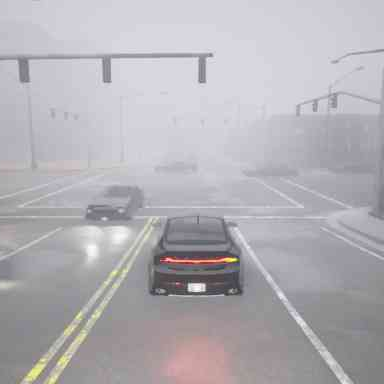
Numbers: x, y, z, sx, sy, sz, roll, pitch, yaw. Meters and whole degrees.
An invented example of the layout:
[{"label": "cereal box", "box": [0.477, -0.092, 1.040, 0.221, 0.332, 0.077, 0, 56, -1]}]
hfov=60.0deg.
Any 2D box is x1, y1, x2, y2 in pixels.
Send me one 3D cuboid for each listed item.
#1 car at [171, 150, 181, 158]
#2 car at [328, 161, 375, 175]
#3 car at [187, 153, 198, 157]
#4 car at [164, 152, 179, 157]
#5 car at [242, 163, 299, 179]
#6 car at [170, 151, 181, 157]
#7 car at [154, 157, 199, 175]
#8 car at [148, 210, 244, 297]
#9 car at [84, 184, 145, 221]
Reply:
[{"label": "car", "box": [-3.463, -8.093, 70.992, 1.882, 1.535, 5.008, 0, 9, 0]}, {"label": "car", "box": [17.807, -2.683, 36.304, 5.357, 1.411, 2.033, 0, 9, 0]}, {"label": "car", "box": [0.127, -6.476, 61.057, 1.994, 1.385, 4.181, 0, 9, 0]}, {"label": "car", "box": [-3.570, -4.895, 50.684, 2.033, 1.411, 5.357, 0, 9, 0]}, {"label": "car", "box": [7.684, -2.116, 32.635, 5.357, 1.411, 2.033, -1, 9, -5]}, {"label": "car", "box": [-3.536, -6.653, 60.814, 2.097, 1.767, 4.553, 0, 9, 0]}, {"label": "car", "box": [-1.722, -2.733, 36.367, 4.892, 1.490, 1.837, 0, 9, 0]}, {"label": "car", "box": [0.076, 1.200, 8.020, 1.837, 1.490, 4.892, 0, 4, 0]}, {"label": "car", "box": [-3.560, 0.363, 16.439, 2.033, 1.411, 5.357, 0, 8, 2]}]
